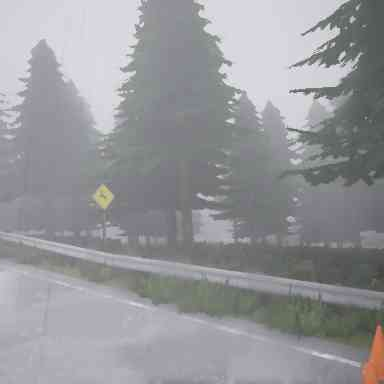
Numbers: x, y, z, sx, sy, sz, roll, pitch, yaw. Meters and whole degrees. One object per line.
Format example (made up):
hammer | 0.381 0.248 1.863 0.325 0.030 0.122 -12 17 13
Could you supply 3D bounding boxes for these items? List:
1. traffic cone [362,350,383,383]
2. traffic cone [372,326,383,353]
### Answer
traffic cone | 1.777 1.956 3.286 0.340 0.580 0.340 0 0 34
traffic cone | 2.323 1.956 4.120 0.340 0.580 0.340 0 0 34
